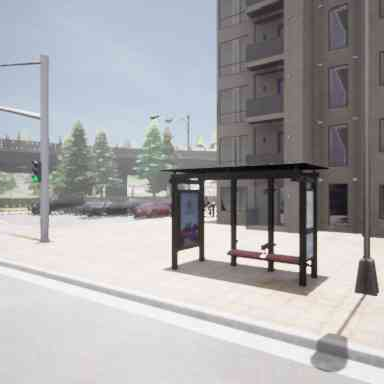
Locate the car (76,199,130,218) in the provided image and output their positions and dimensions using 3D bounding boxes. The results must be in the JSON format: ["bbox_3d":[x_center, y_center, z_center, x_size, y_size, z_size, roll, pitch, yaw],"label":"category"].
[{"bbox_3d":[-7.243,1.535,28.933,1.895,1.301,4.718,0,0,36],"label":"car"}]

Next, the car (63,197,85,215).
[{"bbox_3d":[-9.276,1.480,32.367,2.033,1.411,5.357,0,0,37],"label":"car"}]

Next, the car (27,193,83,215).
[{"bbox_3d":[-13.208,1.153,32.916,2.150,2.045,5.566,0,0,37],"label":"car"}]

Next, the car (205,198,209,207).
[{"bbox_3d":[0.151,1.284,47.392,4.553,1.767,2.097,0,0,-34],"label":"car"}]

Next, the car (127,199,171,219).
[{"bbox_3d":[-3.104,1.500,28.654,1.994,1.385,4.181,0,0,36],"label":"car"}]

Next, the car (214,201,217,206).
[{"bbox_3d":[5.404,1.439,46.757,4.892,1.490,1.837,0,0,-29],"label":"car"}]

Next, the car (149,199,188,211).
[{"bbox_3d":[-2.825,1.534,40.301,1.895,1.301,4.718,0,0,43],"label":"car"}]

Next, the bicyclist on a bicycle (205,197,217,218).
[{"bbox_3d":[1.337,1.239,26.619,1.656,1.620,0.582,0,0,36],"label":"bicyclist on a bicycle"}]
